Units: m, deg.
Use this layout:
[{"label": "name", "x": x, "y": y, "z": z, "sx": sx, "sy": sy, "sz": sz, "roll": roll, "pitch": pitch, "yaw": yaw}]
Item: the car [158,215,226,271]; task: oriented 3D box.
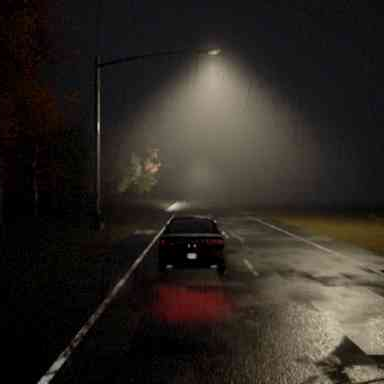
[{"label": "car", "x": -0.001, "y": 1.479, "z": 10.948, "sx": 1.882, "sy": 1.535, "sz": 5.008, "roll": 0, "pitch": 0, "yaw": 0}]
